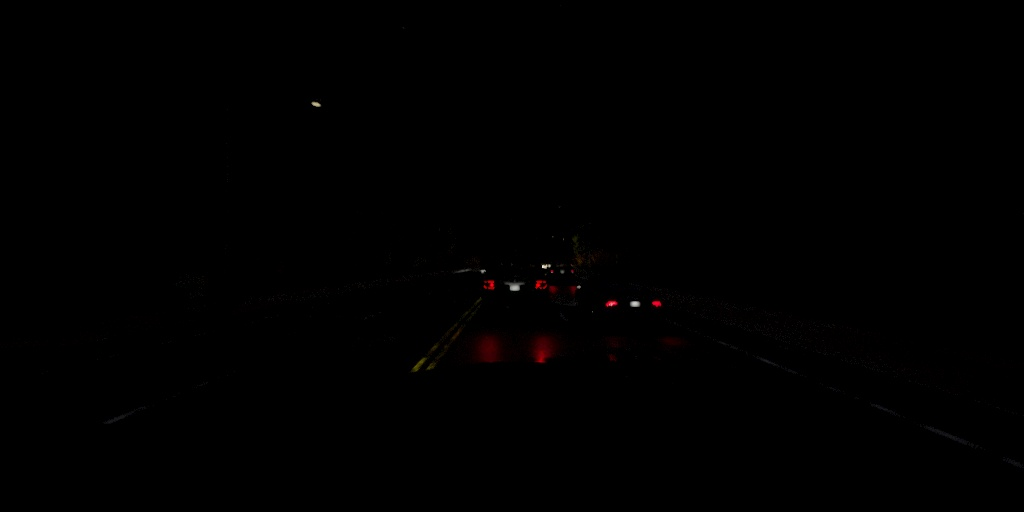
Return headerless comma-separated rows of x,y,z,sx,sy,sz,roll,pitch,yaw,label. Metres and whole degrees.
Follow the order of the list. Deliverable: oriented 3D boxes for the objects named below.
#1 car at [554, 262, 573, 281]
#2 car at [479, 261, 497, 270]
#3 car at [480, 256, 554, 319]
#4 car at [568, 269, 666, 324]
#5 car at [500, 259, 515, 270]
3.916,1.247,29.158,2.097,1.767,4.553,0,0,3,car
-3.972,1.586,60.251,2.033,1.411,5.357,0,0,5,car
0.163,1.037,13.288,2.150,2.045,5.566,0,0,2,car
3.381,1.356,12.189,2.033,1.411,5.357,0,0,2,car
-0.732,1.390,60.016,2.097,1.767,4.553,0,0,5,car
